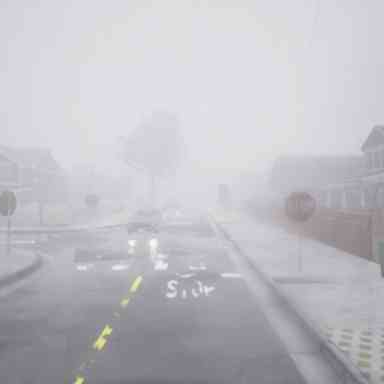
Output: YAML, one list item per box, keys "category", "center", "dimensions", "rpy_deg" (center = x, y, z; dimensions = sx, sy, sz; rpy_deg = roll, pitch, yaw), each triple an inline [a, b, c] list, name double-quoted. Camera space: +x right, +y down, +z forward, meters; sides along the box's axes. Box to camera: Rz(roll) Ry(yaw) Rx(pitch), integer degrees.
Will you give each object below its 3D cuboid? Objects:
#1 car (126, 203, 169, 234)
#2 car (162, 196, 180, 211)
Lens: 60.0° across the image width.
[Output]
- category: "car"
  center: [-2.802, 1.705, 20.956]
  dimensions: [2.033, 1.411, 5.357]
  rpy_deg: [0, 1, 0]
- category: "car"
  center: [-2.875, 1.554, 46.539]
  dimensions: [2.150, 2.045, 5.566]
  rpy_deg: [0, 0, 0]
